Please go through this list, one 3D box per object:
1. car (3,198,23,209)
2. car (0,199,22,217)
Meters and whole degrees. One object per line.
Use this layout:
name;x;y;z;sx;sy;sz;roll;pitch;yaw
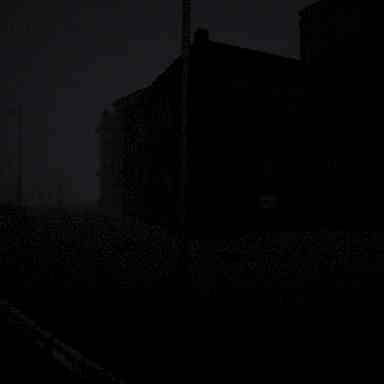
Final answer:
car;-29.298;1.853;54.515;1.882;1.535;5.008;1;-1;-16
car;-19.563;1.732;35.015;1.882;1.535;5.008;1;-1;-17
